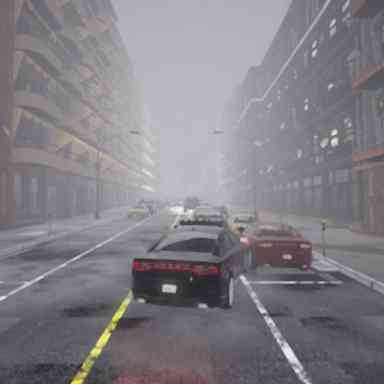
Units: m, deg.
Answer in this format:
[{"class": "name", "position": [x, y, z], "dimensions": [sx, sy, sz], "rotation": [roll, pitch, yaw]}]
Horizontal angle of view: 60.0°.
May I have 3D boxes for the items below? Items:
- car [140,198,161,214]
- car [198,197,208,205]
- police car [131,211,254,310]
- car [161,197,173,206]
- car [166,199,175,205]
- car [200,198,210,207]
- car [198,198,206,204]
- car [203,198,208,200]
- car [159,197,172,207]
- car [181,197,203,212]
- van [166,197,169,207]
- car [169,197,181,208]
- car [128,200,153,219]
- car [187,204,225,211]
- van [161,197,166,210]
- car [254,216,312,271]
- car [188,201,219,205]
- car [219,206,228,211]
[{"class": "car", "position": [-5.298, 1.691, 38.948], "dimensions": [2.192, 1.841, 5.009], "rotation": [2, -1, 0]}, {"class": "car", "position": [2.537, 2.134, 77.601], "dimensions": [2.192, 1.841, 5.009], "rotation": [1, -1, 0]}, {"class": "police car", "position": [0.275, 1.499, 8.282], "dimensions": [1.930, 1.638, 5.238], "rotation": [0, -1, 15]}, {"class": "car", "position": [-5.307, 2.069, 72.128], "dimensions": [2.192, 1.841, 5.009], "rotation": [1, -1, 0]}, {"class": "car", "position": [-5.317, 2.457, 83.186], "dimensions": [1.947, 1.339, 4.313], "rotation": [1, -1, 0]}, {"class": "car", "position": [2.579, 2.124, 66.538], "dimensions": [1.967, 1.590, 4.097], "rotation": [1, -1, 0]}, {"class": "car", "position": [2.531, 2.401, 88.662], "dimensions": [1.967, 1.590, 4.097], "rotation": [1, -1, 0]}, {"class": "car", "position": [2.572, 2.099, 55.476], "dimensions": [1.887, 1.381, 4.507], "rotation": [1, -1, 0]}, {"class": "car", "position": [-5.306, 2.002, 66.598], "dimensions": [2.192, 1.841, 5.009], "rotation": [1, -1, 0]}, {"class": "car", "position": [-0.007, 1.648, 43.875], "dimensions": [2.150, 2.045, 5.566], "rotation": [0, -1, 0]}, {"class": "van", "position": [-5.304, 1.898, 55.538], "dimensions": [1.690, 1.788, 3.998], "rotation": [1, -1, 0]}, {"class": "car", "position": [-2.764, 1.965, 60.461], "dimensions": [2.097, 1.767, 4.553], "rotation": [0, -1, 0]}, {"class": "car", "position": [-5.302, 1.843, 33.245], "dimensions": [1.752, 1.417, 4.829], "rotation": [2, -1, 0]}, {"class": "car", "position": [0.822, 1.640, 17.900], "dimensions": [1.882, 1.535, 5.008], "rotation": [0, -1, 0]}, {"class": "van", "position": [-5.302, 1.835, 50.006], "dimensions": [1.690, 1.788, 3.998], "rotation": [1, -1, 0]}, {"class": "car", "position": [2.583, 1.645, 11.232], "dimensions": [1.887, 1.381, 4.507], "rotation": [1, -1, 0]}, {"class": "car", "position": [0.821, 1.678, 24.094], "dimensions": [1.801, 1.575, 5.366], "rotation": [0, -1, 0]}, {"class": "car", "position": [2.582, 1.678, 16.934], "dimensions": [1.752, 1.417, 4.829], "rotation": [1, -1, 0]}]
